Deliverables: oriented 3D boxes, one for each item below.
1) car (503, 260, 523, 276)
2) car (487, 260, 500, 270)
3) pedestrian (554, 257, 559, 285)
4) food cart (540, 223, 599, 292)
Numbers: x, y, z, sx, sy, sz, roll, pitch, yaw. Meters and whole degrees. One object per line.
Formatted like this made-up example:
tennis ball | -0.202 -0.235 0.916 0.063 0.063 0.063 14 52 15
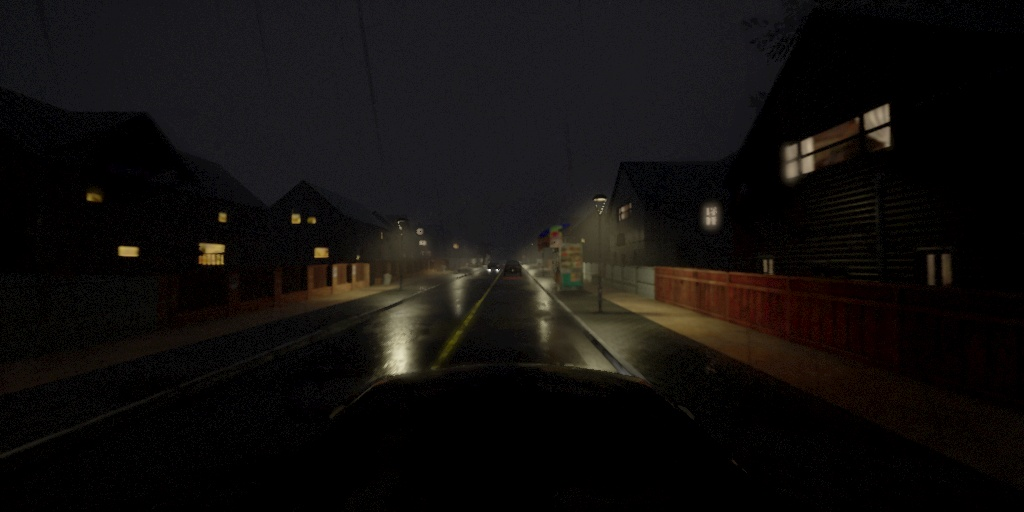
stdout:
car | 0.078 1.252 37.021 1.882 1.535 5.008 0 0 0
car | -2.798 1.351 55.846 2.033 1.411 5.357 0 0 1
pedestrian | 2.968 0.901 22.635 0.375 1.860 0.375 2 -2 0
food cart | 3.013 0.222 19.757 2.280 3.560 4.660 0 0 0
